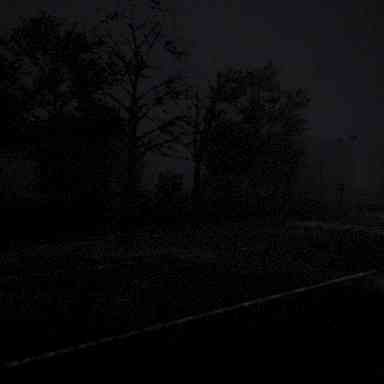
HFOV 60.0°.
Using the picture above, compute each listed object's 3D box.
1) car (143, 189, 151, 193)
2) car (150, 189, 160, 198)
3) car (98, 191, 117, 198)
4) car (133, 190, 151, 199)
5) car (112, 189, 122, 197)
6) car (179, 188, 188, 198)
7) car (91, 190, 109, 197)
[{"bbox_3d":[-8.566,0.334,71.257,2.435,2.045,5.566,-1,1,17],"label":"car"},{"bbox_3d":[-6.230,0.573,69.262,1.946,1.575,5.366,-1,2,17],"label":"car"},{"bbox_3d":[-20.332,0.511,80.326,2.097,1.535,5.008,0,2,18],"label":"car"},{"bbox_3d":[-10.927,0.466,73.059,2.185,1.767,4.553,-1,2,17],"label":"car"},{"bbox_3d":[-15.658,0.323,76.623,2.435,2.045,5.566,0,2,18],"label":"car"},{"bbox_3d":[-1.421,0.258,65.922,2.435,2.045,5.566,-2,1,16],"label":"car"},{"bbox_3d":[-22.681,0.345,82.135,2.185,1.767,4.553,0,2,18],"label":"car"}]
